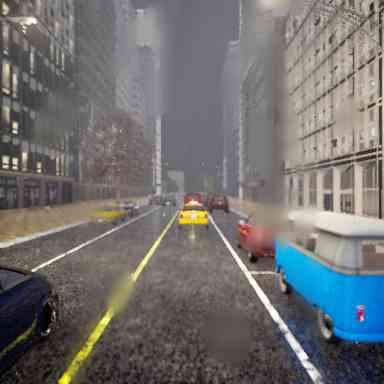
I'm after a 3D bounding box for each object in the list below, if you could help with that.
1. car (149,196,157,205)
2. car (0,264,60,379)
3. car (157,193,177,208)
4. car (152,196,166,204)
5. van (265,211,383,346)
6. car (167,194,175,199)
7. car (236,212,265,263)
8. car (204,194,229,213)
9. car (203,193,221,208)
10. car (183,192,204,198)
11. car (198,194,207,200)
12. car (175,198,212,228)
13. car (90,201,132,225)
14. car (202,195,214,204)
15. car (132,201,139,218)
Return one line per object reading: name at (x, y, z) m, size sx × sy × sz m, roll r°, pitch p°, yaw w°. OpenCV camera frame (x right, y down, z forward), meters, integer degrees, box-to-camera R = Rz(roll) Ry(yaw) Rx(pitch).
car at (-5.687, 1.351, 51.658) m, size 2.008 × 1.369 × 4.403 m, roll 0°, pitch 0°, yaw 0°
car at (-3.101, 1.551, 3.621) m, size 1.994 × 1.385 × 4.181 m, roll 0°, pitch 0°, yaw 0°
car at (-3.086, 1.317, 45.481) m, size 2.128 × 1.511 × 4.902 m, roll 0°, pitch 0°, yaw 0°
car at (-5.687, 1.341, 57.350) m, size 1.947 × 1.339 × 4.313 m, roll 0°, pitch 0°, yaw 0°
van at (2.694, 1.320, 6.109) m, size 1.690 × 1.788 × 3.998 m, roll 0°, pitch 0°, yaw 0°
car at (-5.687, 1.159, 91.503) m, size 1.887 × 1.381 × 4.507 m, roll 0°, pitch 0°, yaw 0°
car at (2.694, 1.399, 11.800) m, size 1.967 × 1.590 × 4.097 m, roll 0°, pitch 0°, yaw 0°
car at (2.695, 1.186, 34.568) m, size 2.192 × 1.841 × 5.009 m, roll 0°, pitch 0°, yaw 0°
car at (2.695, 1.140, 45.953) m, size 2.192 × 1.841 × 5.009 m, roll 0°, pitch 0°, yaw 0°
car at (0.101, 1.060, 41.536) m, size 2.150 × 2.045 × 5.566 m, roll 0°, pitch 0°, yaw 0°
car at (2.693, 1.208, 85.798) m, size 1.947 × 1.339 × 4.313 m, roll 0°, pitch 0°, yaw 0°
car at (0.101, 1.379, 21.266) m, size 1.801 × 1.575 × 5.366 m, roll 0°, pitch 0°, yaw 0°
car at (-5.687, 1.442, 23.025) m, size 1.752 × 1.417 × 4.829 m, roll 0°, pitch 0°, yaw 0°
car at (2.693, 1.300, 57.507) m, size 1.752 × 1.417 × 4.829 m, roll 0°, pitch 0°, yaw 0°
car at (-5.687, 1.445, 28.889) m, size 2.008 × 1.369 × 4.403 m, roll 0°, pitch 0°, yaw 0°
